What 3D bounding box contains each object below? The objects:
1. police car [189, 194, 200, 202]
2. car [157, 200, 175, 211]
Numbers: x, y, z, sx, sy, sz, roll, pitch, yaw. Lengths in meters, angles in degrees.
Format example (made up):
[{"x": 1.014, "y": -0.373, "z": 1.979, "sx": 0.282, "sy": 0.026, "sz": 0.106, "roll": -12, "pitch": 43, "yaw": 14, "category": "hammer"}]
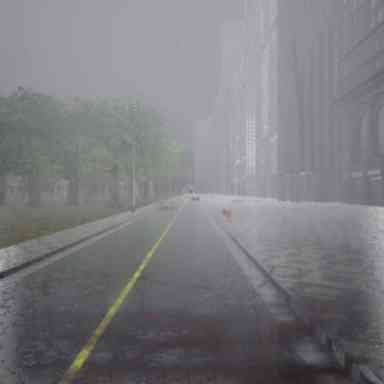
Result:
[{"x": 0.965, "y": 1.522, "z": 82.966, "sx": 1.930, "sy": 1.638, "sz": 5.238, "roll": 0, "pitch": 0, "yaw": 0, "category": "police car"}, {"x": -3.127, "y": 1.660, "z": 41.270, "sx": 1.994, "sy": 1.385, "sz": 4.181, "roll": 0, "pitch": 0, "yaw": 0, "category": "car"}]
